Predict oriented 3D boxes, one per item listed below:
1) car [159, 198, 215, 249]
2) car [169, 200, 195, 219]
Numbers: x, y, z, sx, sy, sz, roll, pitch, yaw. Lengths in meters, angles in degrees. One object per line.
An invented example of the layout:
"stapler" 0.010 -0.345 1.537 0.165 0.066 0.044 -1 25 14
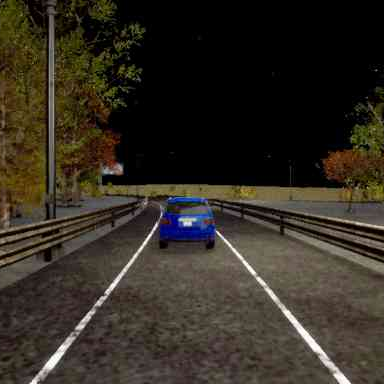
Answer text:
"car" -0.255 1.252 14.762 2.150 2.045 5.566 0 0 -2
"car" -1.010 1.488 29.777 2.128 1.511 4.902 0 0 -4
